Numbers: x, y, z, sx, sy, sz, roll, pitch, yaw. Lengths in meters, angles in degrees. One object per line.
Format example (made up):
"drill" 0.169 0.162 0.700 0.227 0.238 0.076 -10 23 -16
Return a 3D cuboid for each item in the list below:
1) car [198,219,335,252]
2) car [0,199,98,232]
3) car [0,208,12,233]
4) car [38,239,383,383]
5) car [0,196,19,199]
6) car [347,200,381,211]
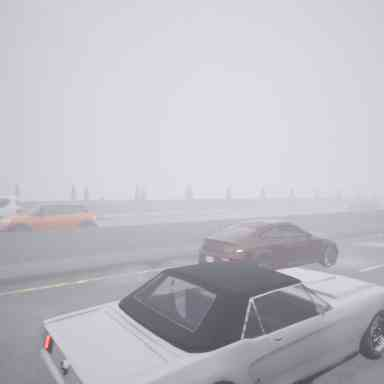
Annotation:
"car" 2.319 1.526 9.703 4.674 1.442 1.812 0 0 -36
"car" -7.029 1.353 16.177 4.553 1.767 2.097 0 0 -36
"car" -8.763 1.492 10.640 4.902 1.511 2.128 0 0 -36
"car" 0.743 1.601 4.278 4.718 1.301 1.895 0 0 -36
"car" -11.698 1.222 17.145 5.566 2.045 2.150 0 0 -36
"car" 20.914 1.608 40.400 4.718 1.301 1.895 0 0 -35
